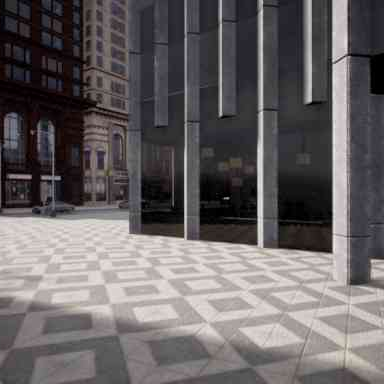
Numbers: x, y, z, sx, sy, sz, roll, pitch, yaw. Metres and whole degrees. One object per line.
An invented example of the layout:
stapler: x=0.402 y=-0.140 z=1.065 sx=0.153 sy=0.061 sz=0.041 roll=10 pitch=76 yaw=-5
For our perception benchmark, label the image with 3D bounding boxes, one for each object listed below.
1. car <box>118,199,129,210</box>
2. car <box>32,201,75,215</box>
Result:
car: x=-7.749 y=1.606 z=44.767 sx=1.837 sy=1.490 sz=4.892 roll=0 pitch=-1 yaw=36
car: x=-14.601 y=1.630 z=35.197 sx=1.994 sy=1.385 sz=4.181 roll=0 pitch=0 yaw=36
